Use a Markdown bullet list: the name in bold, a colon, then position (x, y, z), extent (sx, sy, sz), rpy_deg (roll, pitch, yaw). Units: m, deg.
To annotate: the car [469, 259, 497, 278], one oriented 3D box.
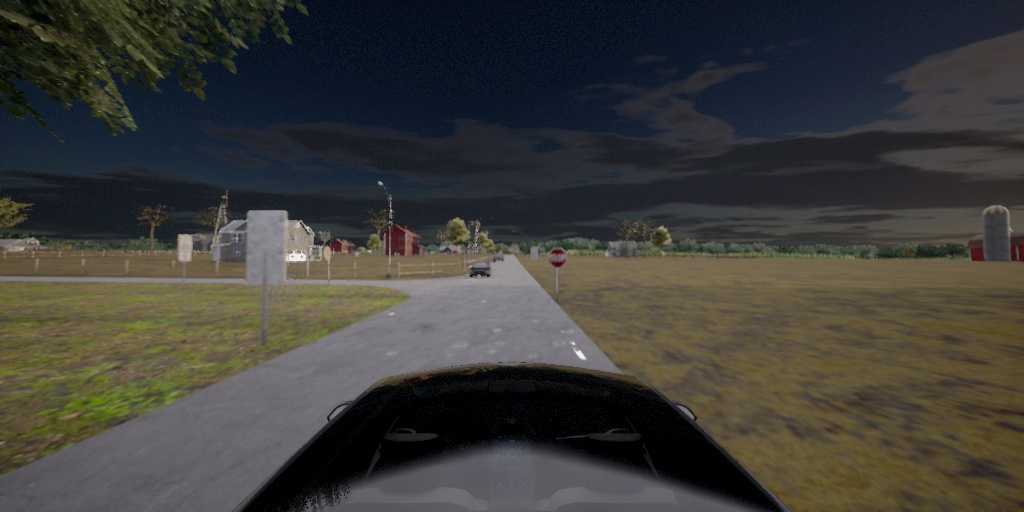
- **car**: position (-2.780, 1.248, 32.859), extent (2.033, 1.411, 5.357), rpy_deg (0, 0, 0)
